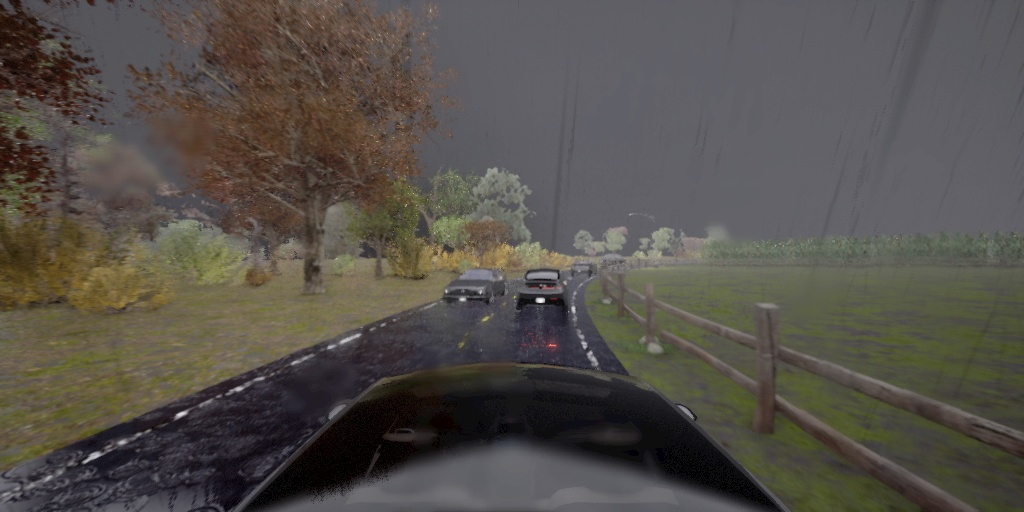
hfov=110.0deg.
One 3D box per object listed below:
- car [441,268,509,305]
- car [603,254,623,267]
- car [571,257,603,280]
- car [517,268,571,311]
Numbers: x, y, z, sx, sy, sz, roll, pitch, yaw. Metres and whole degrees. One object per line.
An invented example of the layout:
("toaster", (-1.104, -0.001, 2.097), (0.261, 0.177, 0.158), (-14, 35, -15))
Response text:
("car", (-1.412, 1.252, 16.198), (2.033, 1.411, 5.357), (0, 0, 10))
("car", (14.719, 0.683, 53.286), (2.150, 2.045, 5.566), (0, 0, 37))
("car", (6.774, 1.096, 33.342), (2.128, 1.511, 4.902), (0, 0, 23))
("car", (1.333, 1.229, 14.386), (1.837, 1.490, 4.892), (0, 0, 9))
